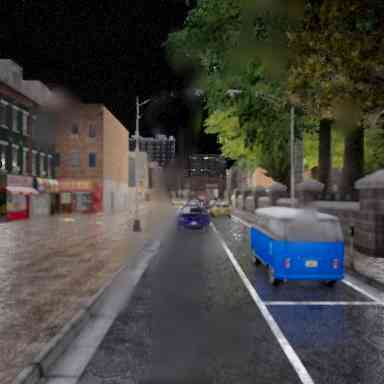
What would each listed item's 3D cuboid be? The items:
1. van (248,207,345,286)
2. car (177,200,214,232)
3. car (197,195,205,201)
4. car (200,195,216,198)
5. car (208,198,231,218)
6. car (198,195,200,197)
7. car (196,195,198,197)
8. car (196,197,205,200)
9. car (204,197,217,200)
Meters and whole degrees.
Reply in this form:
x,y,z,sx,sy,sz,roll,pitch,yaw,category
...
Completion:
x,y,z,sx,sy,sz,roll,pitch,yaw,category
2.652,1.360,9.222,1.690,1.788,3.998,1,0,0,van
0.104,1.522,20.324,1.882,1.535,5.008,0,0,0,car
2.660,1.701,95.547,2.192,1.841,5.009,1,0,0,car
2.656,1.448,47.368,2.192,1.841,5.009,1,0,0,car
2.652,1.600,31.189,1.752,1.417,4.829,1,0,0,car
2.656,1.802,73.797,1.887,1.381,4.507,1,0,0,car
2.657,1.896,90.109,1.887,1.381,4.507,1,0,0,car
0.106,1.645,38.292,2.033,1.411,5.357,0,0,0,car
2.652,1.693,41.918,1.802,1.307,4.206,1,0,0,car
